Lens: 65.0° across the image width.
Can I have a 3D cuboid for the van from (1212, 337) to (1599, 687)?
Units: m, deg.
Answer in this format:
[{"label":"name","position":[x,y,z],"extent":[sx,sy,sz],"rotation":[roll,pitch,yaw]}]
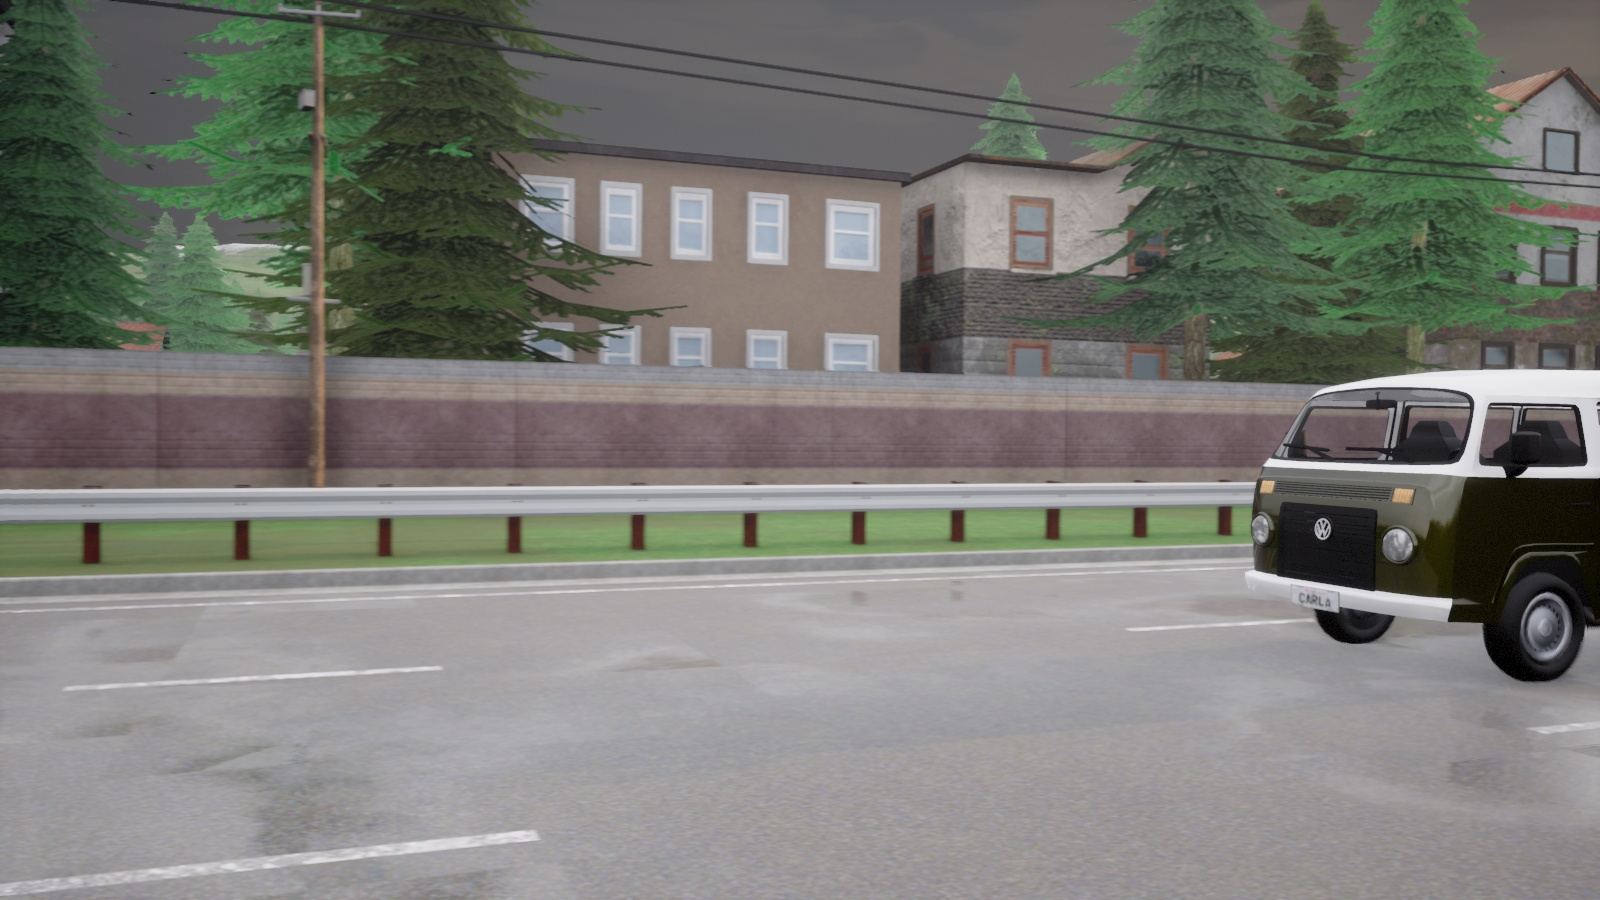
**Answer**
[{"label":"van","position":[5.501,0.314,9.067],"extent":[4.480,2.038,2.069],"rotation":[-1,1,-21]}]
